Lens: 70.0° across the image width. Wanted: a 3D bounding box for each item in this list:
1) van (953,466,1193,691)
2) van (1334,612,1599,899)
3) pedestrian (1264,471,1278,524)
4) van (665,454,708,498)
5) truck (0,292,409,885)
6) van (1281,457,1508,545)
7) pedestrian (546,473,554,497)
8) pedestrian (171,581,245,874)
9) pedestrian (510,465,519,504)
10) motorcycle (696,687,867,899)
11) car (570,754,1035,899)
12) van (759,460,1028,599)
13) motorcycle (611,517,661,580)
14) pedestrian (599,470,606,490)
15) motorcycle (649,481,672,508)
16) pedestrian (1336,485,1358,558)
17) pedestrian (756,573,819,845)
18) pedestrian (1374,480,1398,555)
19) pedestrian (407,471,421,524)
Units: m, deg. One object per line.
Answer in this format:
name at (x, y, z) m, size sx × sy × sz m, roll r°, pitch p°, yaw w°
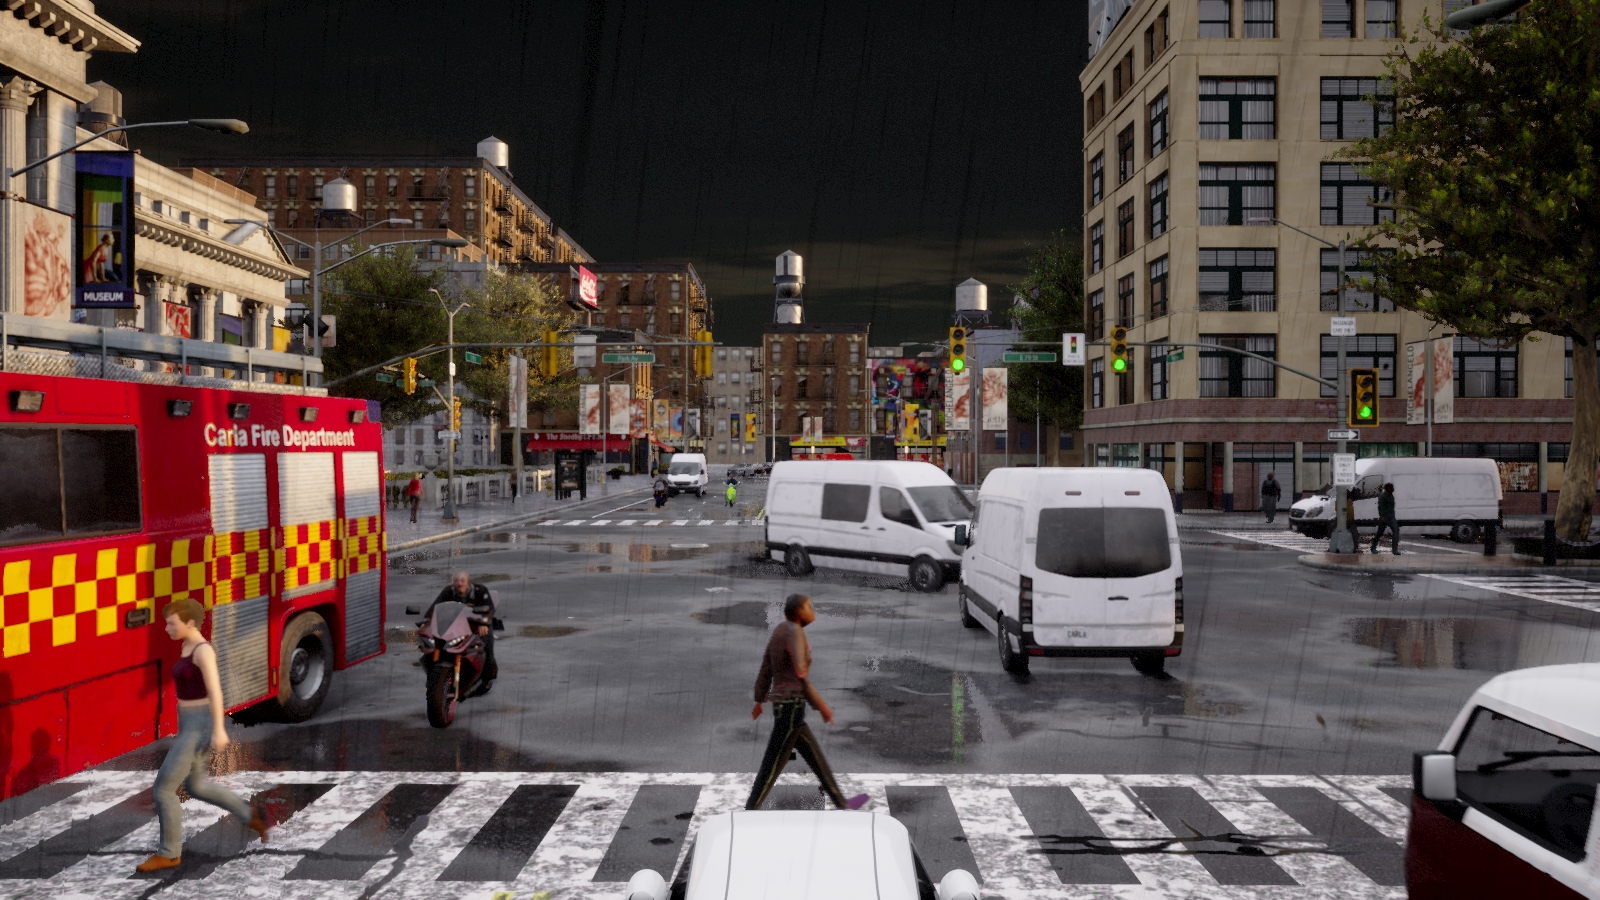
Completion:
van at (3.555, 1.526, 16.171) m, size 1.988 × 2.561 × 5.915 m, roll 0°, pitch 0°, yaw 0°
van at (3.519, 1.783, 3.083) m, size 2.069 × 2.038 × 4.480 m, roll 0°, pitch 0°, yaw 0°
pedestrian at (16.743, 1.680, 40.588) m, size 0.375 × 1.860 × 0.375 m, roll 0°, pitch 0°, yaw 40°
van at (-6.765, 1.508, 68.681) m, size 1.988 × 2.561 × 5.915 m, roll 0°, pitch 0°, yaw 0°
truck at (-6.430, 0.883, 9.244) m, size 2.891 × 3.827 × 8.468 m, roll 0°, pitch 0°, yaw 6°
van at (18.108, 1.521, 35.005) m, size 5.915 × 2.561 × 1.988 m, roll 0°, pitch 0°, yaw 1°
pedestrian at (-13.950, 1.951, 63.692) m, size 0.375 × 1.300 × 0.375 m, roll 0°, pitch 0°, yaw -4°
pedestrian at (-4.010, 1.845, 7.737) m, size 0.375 × 1.860 × 0.375 m, roll 0°, pitch 0°, yaw -39°
pedestrian at (-13.718, 1.675, 54.975) m, size 0.375 × 1.860 × 0.375 m, roll 0°, pitch 0°, yaw -6°
motorcycle at (-0.089, 2.179, 6.613) m, size 0.856 × 1.236 × 1.805 m, roll 0°, pitch 0°, yaw 0°
car at (0.010, 2.118, 4.246) m, size 1.481 × 1.376 × 2.207 m, roll 0°, pitch 0°, yaw 0°
van at (1.829, 1.524, 24.404) m, size 1.988 × 2.561 × 5.915 m, roll 0°, pitch 0°, yaw -43°
motorcycle at (-3.689, 2.194, 25.834) m, size 0.867 × 1.251 × 2.209 m, roll 0°, pitch 0°, yaw -1°
pedestrian at (-12.961, 1.947, 74.989) m, size 0.375 × 1.300 × 0.375 m, roll 0°, pitch 0°, yaw 3°
motorcycle at (-6.817, 2.183, 56.000) m, size 0.867 × 1.251 × 2.209 m, roll 0°, pitch 0°, yaw 0°
pedestrian at (14.160, 1.837, 29.559) m, size 0.375 × 1.860 × 0.375 m, roll 0°, pitch 0°, yaw -7°
pedestrian at (-0.095, 1.845, 8.260) m, size 0.375 × 1.860 × 0.375 m, roll 0°, pitch 0°, yaw -14°
pedestrian at (14.692, 1.692, 28.642) m, size 0.375 × 1.860 × 0.375 m, roll 0°, pitch 0°, yaw -16°
pedestrian at (-13.762, 1.680, 40.734) m, size 0.375 × 1.860 × 0.375 m, roll 0°, pitch 0°, yaw 1°
